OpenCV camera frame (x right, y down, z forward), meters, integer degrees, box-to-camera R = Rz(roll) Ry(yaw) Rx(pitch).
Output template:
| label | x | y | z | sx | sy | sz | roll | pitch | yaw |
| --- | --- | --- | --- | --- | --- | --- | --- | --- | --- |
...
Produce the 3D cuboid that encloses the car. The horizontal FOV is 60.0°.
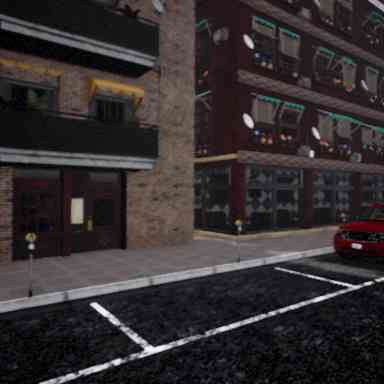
| label | x | y | z | sx | sy | sz | roll | pitch | yaw |
| --- | --- | --- | --- | --- | --- | --- | --- | --- | --- |
| car | 7.079 | 1.337 | 11.616 | 5.009 | 1.841 | 2.192 | 0 | 0 | -36 |
